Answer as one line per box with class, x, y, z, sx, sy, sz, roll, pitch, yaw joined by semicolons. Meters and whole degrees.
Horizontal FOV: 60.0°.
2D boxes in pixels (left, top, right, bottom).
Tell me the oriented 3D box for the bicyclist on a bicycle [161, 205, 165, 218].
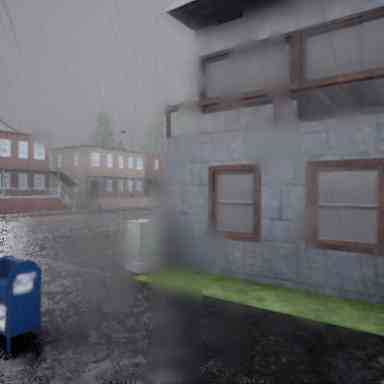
bicyclist on a bicycle;-1.708;1.194;25.232;1.656;1.620;0.582;0;0;36
